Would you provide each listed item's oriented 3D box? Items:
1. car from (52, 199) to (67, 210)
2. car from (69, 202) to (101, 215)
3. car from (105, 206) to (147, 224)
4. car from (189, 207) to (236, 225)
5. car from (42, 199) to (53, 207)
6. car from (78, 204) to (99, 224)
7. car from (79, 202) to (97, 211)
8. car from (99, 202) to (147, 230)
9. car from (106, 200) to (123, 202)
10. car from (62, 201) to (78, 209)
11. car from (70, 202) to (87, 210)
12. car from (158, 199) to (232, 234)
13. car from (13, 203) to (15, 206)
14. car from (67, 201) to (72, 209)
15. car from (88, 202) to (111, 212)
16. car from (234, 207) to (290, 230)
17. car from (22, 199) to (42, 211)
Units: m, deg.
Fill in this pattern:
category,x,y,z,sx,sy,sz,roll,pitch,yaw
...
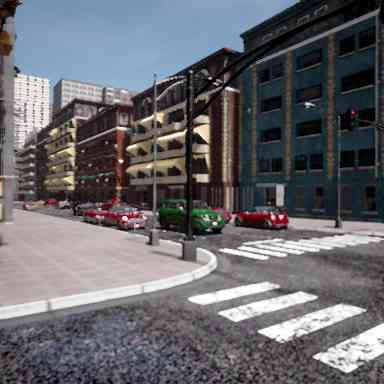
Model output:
category,x,y,z,sx,sy,sz,roll,pitch,yaw
car,-22.913,2.455,59.148,1.895,1.301,4.718,1,-1,-35
car,-12.686,2.122,39.413,1.994,1.385,4.181,1,-1,-34
car,-6.000,2.016,29.820,1.895,1.301,4.718,1,-1,-35
car,1.657,1.975,28.305,1.802,1.307,4.206,0,-1,-35
car,-33.322,2.454,78.326,2.192,1.841,5.009,0,-1,-35
car,-7.972,1.973,28.317,1.802,1.307,4.206,0,-1,-35
car,-17.423,2.385,55.587,1.802,1.307,4.206,0,-1,-35
car,-4.794,1.763,23.771,1.967,1.590,4.097,0,-1,-35
car,-11.067,1.982,46.494,2.192,1.841,5.009,0,-1,-35
car,-23.781,2.503,64.682,1.947,1.339,4.313,0,-1,-35
car,-20.602,2.452,60.134,1.802,1.307,4.206,0,-1,-35
car,-0.195,1.512,21.555,2.150,2.045,5.566,1,-1,-33
car,-42.848,2.659,78.201,1.752,1.417,4.829,0,-1,-35
car,-17.202,2.259,50.984,1.812,1.442,4.674,1,-1,-35
car,-14.243,2.285,51.039,2.008,1.369,4.403,0,-1,-35
car,4.838,1.765,23.761,1.967,1.590,4.097,0,-1,-35
car,-27.050,2.240,55.603,1.967,1.590,4.097,0,-1,-35
